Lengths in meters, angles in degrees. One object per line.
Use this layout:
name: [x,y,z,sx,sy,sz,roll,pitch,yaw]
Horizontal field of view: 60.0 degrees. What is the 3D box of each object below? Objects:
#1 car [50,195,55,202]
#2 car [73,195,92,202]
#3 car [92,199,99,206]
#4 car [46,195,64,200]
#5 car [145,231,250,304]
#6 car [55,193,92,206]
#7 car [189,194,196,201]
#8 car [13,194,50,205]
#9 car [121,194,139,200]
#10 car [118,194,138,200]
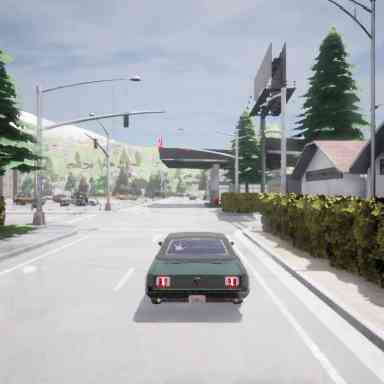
car: [-23.974,1.298,62.973,4.514,1.523,2.007,0,0,0]
car: [-23.983,1.320,72.966,3.633,1.501,1.845,0,0,0]
car: [-16.143,1.361,50.594,3.806,1.475,1.970,0,0,0]
car: [-35.036,1.384,84.902,3.806,1.475,1.970,0,0,0]
car: [0.101,1.601,8.075,1.895,1.301,4.718,0,0,0]
car: [-16.737,1.077,47.266,3.866,1.878,1.905,0,0,0]
car: [0.081,1.540,88.512,2.033,1.411,5.357,0,0,0]
car: [-24.622,1.097,50.513,4.605,1.855,1.932,0,0,0]
car: [-16.438,1.339,87.987,4.514,1.523,2.007,0,0,0]
car: [-16.370,1.330,84.851,5.027,1.636,2.152,0,0,0]
